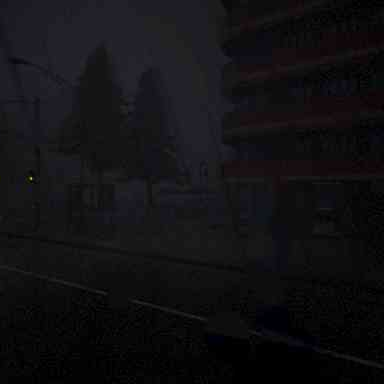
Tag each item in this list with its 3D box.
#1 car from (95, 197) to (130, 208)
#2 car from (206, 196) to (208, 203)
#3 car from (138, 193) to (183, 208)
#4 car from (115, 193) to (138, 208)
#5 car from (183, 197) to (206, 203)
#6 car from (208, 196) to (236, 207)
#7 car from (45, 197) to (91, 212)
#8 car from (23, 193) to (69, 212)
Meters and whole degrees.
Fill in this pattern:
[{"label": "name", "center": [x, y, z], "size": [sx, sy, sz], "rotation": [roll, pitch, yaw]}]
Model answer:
[{"label": "car", "center": [-11.068, 1.470, 46.660], "size": [1.812, 1.442, 4.674], "rotation": [0, 0, 37]}, {"label": "car", "center": [2.981, 1.492, 60.482], "size": [5.357, 1.411, 2.033], "rotation": [0, 0, -32]}, {"label": "car", "center": [-4.104, 1.166, 44.169], "size": [2.150, 2.045, 5.566], "rotation": [0, 0, 38]}, {"label": "car", "center": [-7.761, 1.166, 45.357], "size": [2.150, 2.045, 5.566], "rotation": [0, 0, 37]}, {"label": "car", "center": [-0.864, 1.492, 53.169], "size": [5.357, 1.411, 2.033], "rotation": [0, 0, -42]}, {"label": "car", "center": [5.101, 1.297, 48.861], "size": [4.553, 1.767, 2.097], "rotation": [0, 0, -41]}, {"label": "car", "center": [-13.498, 1.545, 37.468], "size": [1.895, 1.301, 4.718], "rotation": [0, 0, 36]}, {"label": "car", "center": [-16.741, 1.166, 38.942], "size": [2.150, 2.045, 5.566], "rotation": [0, 0, 36]}]
